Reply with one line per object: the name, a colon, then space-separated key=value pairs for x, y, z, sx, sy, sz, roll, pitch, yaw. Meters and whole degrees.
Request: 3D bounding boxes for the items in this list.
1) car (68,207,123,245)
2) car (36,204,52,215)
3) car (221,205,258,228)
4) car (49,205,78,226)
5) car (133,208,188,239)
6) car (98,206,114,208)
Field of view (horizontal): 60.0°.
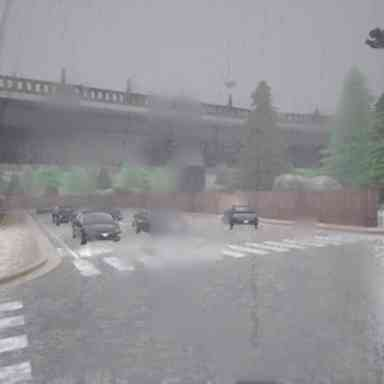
car: x=-5.049 y=1.756 z=17.368 sx=1.837 sy=1.490 sz=4.892 roll=-1 pitch=-1 yaw=-27
car: x=-19.833 y=2.332 z=45.119 sx=1.895 sy=1.301 sz=4.718 roll=-1 pitch=-1 yaw=-32
car: x=3.312 y=1.697 z=23.505 sx=2.128 sy=1.511 sz=4.902 roll=0 pitch=-1 yaw=-3
car: x=-10.322 y=2.025 z=27.456 sx=1.895 sy=1.301 sz=4.718 roll=-1 pitch=-1 yaw=-28
car: x=-1.919 y=1.710 z=18.988 sx=2.128 sy=1.511 sz=4.902 roll=-1 pitch=-1 yaw=-28
car: x=-7.839 y=1.958 z=30.254 sx=2.033 sy=1.411 sz=5.357 roll=-1 pitch=0 yaw=-28
